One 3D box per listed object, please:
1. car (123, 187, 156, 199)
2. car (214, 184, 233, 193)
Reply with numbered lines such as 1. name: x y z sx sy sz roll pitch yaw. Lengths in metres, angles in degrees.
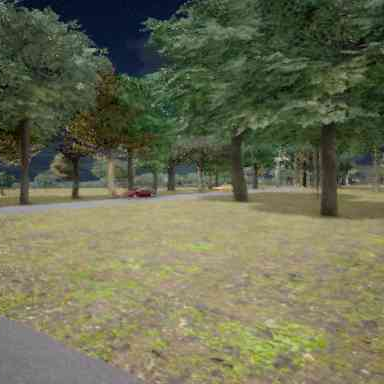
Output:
1. car: -7.002 0.123 44.483 1.882 1.535 5.008 -1 2 38
2. car: 5.989 -0.653 61.190 1.882 1.535 5.008 -1 1 38
